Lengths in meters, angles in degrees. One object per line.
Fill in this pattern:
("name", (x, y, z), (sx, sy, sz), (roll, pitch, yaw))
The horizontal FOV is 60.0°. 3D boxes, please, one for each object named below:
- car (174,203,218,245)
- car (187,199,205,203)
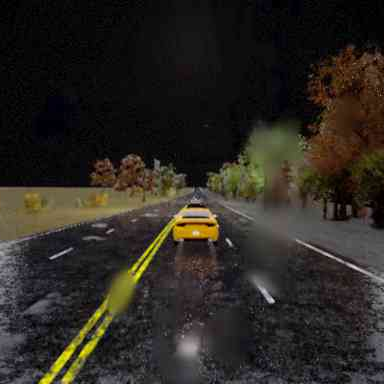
("car", (0.178, 1.513, 15.868), (1.882, 1.535, 5.008), (0, 0, 0))
("car", (0.470, 1.563, 37.312), (2.128, 1.511, 4.902), (0, 0, 1))
